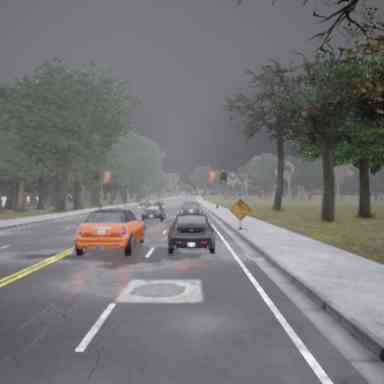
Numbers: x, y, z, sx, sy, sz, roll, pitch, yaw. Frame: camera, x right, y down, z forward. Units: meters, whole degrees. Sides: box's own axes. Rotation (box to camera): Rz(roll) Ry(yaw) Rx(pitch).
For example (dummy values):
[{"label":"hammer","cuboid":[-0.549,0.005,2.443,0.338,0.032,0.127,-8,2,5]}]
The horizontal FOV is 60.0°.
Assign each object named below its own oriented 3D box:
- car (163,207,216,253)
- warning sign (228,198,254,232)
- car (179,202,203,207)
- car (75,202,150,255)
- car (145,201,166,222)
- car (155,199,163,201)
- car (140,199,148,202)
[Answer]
[{"label":"car","cuboid":[-0.020,1.648,14.409,1.837,1.490,4.892,0,0,0]},{"label":"warning sign","cuboid":[2.805,1.303,19.214,1.300,1.860,1.060,0,-1,0]},{"label":"car","cuboid":[-0.086,1.639,29.203,2.097,1.767,4.553,0,-1,0]},{"label":"car","cuboid":[-3.271,1.488,14.173,2.097,1.767,4.553,0,-1,0]},{"label":"car","cuboid":[-3.337,1.818,29.475,1.812,1.442,4.674,0,0,0]},{"label":"car","cuboid":[-6.967,2.278,71.007,1.994,1.385,4.181,0,-1,-1]},{"label":"car","cuboid":[-10.217,2.226,70.982,1.837,1.490,4.892,0,-1,-1]}]
